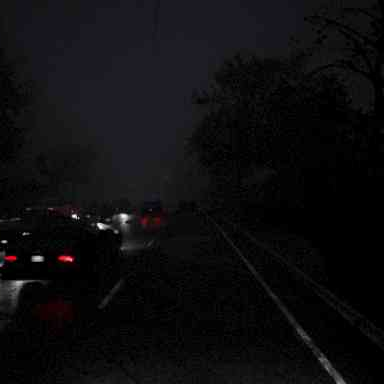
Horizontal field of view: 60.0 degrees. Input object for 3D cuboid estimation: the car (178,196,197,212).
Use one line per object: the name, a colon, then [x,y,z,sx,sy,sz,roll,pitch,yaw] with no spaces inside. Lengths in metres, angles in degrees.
car: [-0.434,1.379,37.213,1.882,1.535,5.008,0,0,-2]

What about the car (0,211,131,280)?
car: [-3.419,1.521,9.858,2.033,1.411,5.357,0,0,0]

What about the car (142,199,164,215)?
car: [-3.779,1.407,32.553,2.128,1.511,4.902,0,0,-2]

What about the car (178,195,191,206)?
car: [-1.202,1.340,51.891,1.882,1.535,5.008,0,0,-4]

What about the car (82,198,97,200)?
car: [-10.960,1.399,35.473,2.128,1.511,4.902,0,0,-2]

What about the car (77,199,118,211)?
car: [-7.248,1.498,25.202,1.994,1.385,4.181,0,0,-1]

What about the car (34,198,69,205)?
car: [-10.745,1.286,25.255,2.097,1.767,4.553,0,0,-1]

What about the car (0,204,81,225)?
car: [-7.154,1.508,15.328,2.033,1.411,5.357,0,0,0]

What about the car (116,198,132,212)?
car: [-7.482,1.412,35.207,1.837,1.490,4.892,0,0,-1]
